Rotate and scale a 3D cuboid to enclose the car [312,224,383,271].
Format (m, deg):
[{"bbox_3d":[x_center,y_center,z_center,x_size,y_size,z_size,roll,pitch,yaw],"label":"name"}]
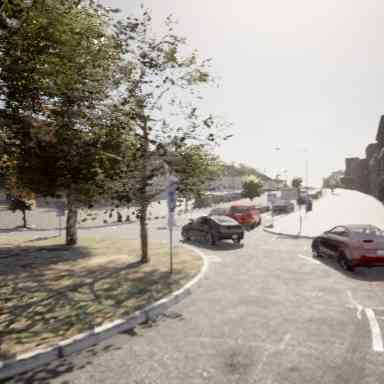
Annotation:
[{"bbox_3d":[5.880,1.867,12.087,1.994,1.385,4.181,-1,-2,3],"label":"car"}]

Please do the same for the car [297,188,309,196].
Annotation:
[{"bbox_3d":[24.524,0.050,73.298,2.128,1.511,4.902,-2,2,24],"label":"car"}]

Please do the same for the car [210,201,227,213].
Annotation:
[{"bbox_3d":[3.190,2.194,32.480,2.097,1.767,4.553,-2,0,26],"label":"car"}]

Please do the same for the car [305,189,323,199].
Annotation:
[{"bbox_3d":[22.804,0.533,62.539,2.128,1.511,4.902,-2,2,25],"label":"car"}]

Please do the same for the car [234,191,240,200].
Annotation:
[{"bbox_3d":[6.738,1.191,68.051,4.892,1.521,2.231,-4,2,7],"label":"car"}]

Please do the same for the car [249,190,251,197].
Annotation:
[{"bbox_3d":[10.475,0.649,76.058,4.553,1.767,2.185,-3,1,5],"label":"car"}]

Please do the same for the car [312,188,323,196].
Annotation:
[{"bbox_3d":[27.085,-0.032,71.678,2.033,1.411,5.357,-2,2,24],"label":"car"}]

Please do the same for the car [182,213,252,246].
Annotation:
[{"bbox_3d":[1.079,2.146,19.219,1.837,1.490,4.892,2,-3,-27],"label":"car"}]

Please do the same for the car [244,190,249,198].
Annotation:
[{"bbox_3d":[9.283,0.909,73.376,5.008,1.535,2.097,-3,2,6],"label":"car"}]

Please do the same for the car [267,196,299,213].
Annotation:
[{"bbox_3d":[11.219,1.737,40.793,1.837,1.490,4.892,-2,2,31],"label":"car"}]

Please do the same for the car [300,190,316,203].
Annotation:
[{"bbox_3d":[17.911,1.025,52.852,1.882,1.535,5.008,-2,2,29],"label":"car"}]

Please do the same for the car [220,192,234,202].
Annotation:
[{"bbox_3d":[5.391,1.366,65.414,4.792,1.488,2.163,-4,2,7],"label":"car"}]

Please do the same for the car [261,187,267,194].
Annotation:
[{"bbox_3d":[17.417,-0.002,92.370,5.008,1.535,2.097,-3,1,2],"label":"car"}]

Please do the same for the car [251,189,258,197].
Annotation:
[{"bbox_3d":[12.917,0.505,81.443,4.892,1.521,2.231,-3,2,4],"label":"car"}]

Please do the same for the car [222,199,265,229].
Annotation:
[{"bbox_3d":[4.606,2.013,28.979,2.150,2.045,5.566,-2,0,19],"label":"car"}]

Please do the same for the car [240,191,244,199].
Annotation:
[{"bbox_3d":[8.019,1.089,70.716,4.674,1.452,2.002,-3,1,6],"label":"car"}]

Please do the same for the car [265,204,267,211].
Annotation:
[{"bbox_3d":[8.335,1.965,41.789,1.895,1.301,4.718,-2,2,31],"label":"car"}]

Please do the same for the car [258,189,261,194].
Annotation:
[{"bbox_3d":[14.079,0.374,84.158,4.892,1.521,2.231,-3,2,3],"label":"car"}]
